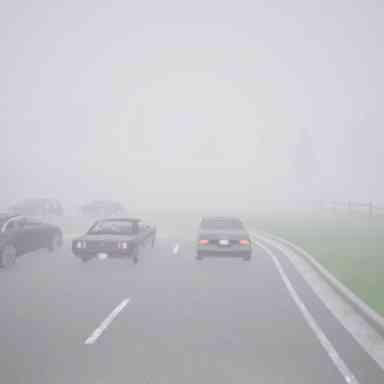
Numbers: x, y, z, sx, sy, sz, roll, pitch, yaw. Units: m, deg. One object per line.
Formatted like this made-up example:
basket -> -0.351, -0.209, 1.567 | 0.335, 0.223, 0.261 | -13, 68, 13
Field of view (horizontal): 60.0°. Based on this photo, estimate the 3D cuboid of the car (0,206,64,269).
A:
car -> -6.024, 1.446, 10.951 | 2.128, 1.511, 4.902 | 0, 0, 4

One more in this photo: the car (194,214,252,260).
car -> 1.056, 1.528, 12.318 | 2.033, 1.411, 5.357 | 0, 0, 3

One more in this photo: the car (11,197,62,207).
car -> -13.231, 1.242, 28.166 | 4.553, 1.767, 2.097 | 0, 0, 22

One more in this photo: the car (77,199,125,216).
car -> -8.189, 1.413, 29.646 | 4.892, 1.490, 1.837 | 0, -1, 33

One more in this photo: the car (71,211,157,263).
car -> -2.468, 1.567, 11.876 | 1.895, 1.301, 4.718 | 0, 0, 3
